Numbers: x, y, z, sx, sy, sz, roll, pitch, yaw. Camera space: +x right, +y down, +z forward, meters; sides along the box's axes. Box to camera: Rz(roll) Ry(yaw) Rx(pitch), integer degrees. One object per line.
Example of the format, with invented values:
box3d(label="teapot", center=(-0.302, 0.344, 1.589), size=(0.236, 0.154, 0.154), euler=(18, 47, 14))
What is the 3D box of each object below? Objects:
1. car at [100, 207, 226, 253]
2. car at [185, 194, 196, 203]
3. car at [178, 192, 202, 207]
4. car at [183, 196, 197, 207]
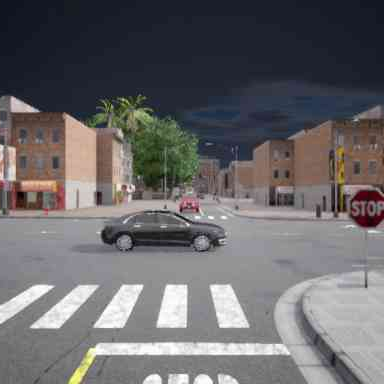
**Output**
box3d(label="car", center=(-1.114, 1.493, 13.177), size=(4.892, 1.490, 1.837), euler=(0, 0, 0))
box3d(label="car", center=(-0.352, 1.309, 68.982), size=(2.097, 1.767, 4.553), euler=(0, 0, 0))
box3d(label="car", center=(-0.298, 1.226, 37.505), size=(2.150, 2.045, 5.566), euler=(0, 0, 0))
box3d(label="car", center=(-0.358, 1.486, 52.754), size=(2.128, 1.511, 4.902), euler=(0, 0, 0))
